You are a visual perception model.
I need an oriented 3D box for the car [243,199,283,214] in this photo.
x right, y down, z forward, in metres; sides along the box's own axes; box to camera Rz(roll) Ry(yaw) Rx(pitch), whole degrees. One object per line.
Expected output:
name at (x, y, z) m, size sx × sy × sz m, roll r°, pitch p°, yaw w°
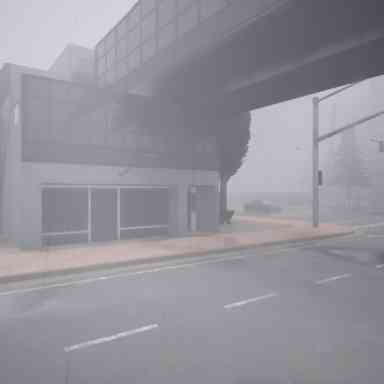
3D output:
car at (7.495, 1.526, 35.495) m, size 1.812 × 1.442 × 4.674 m, roll 0°, pitch 0°, yaw -36°

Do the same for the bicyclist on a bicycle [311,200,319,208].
bicyclist on a bicycle at (15.798, 1.301, 42.754) m, size 1.656 × 1.620 × 0.582 m, roll 0°, pitch 0°, yaw -36°
